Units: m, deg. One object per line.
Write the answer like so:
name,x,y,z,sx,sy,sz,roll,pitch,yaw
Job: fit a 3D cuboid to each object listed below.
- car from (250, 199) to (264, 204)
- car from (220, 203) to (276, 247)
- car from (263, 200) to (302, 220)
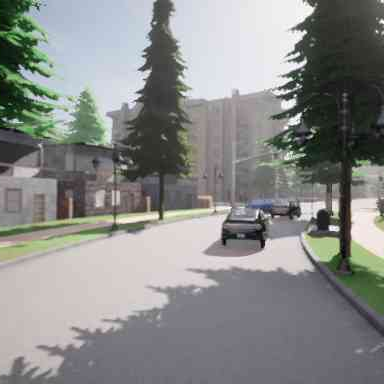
car,6.967,1.493,34.091,1.882,1.535,5.008,0,0,33
car,2.545,1.493,15.209,2.128,1.511,4.902,0,0,16
car,8.122,1.517,28.670,2.128,1.511,4.902,0,0,30
